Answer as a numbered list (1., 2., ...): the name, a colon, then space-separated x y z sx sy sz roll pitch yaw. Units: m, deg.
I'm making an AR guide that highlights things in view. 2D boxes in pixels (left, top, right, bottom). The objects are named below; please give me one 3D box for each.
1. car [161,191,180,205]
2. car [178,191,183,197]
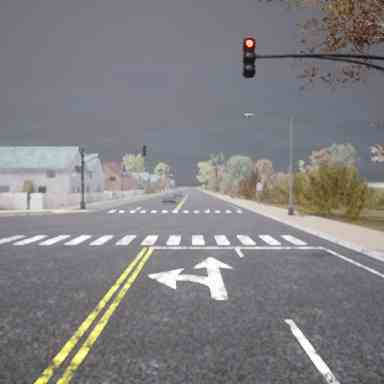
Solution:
1. car: -3.173 0.990 46.083 2.033 1.411 5.357 0 1 0
2. car: -3.116 0.499 78.000 1.837 1.490 4.892 0 1 0
